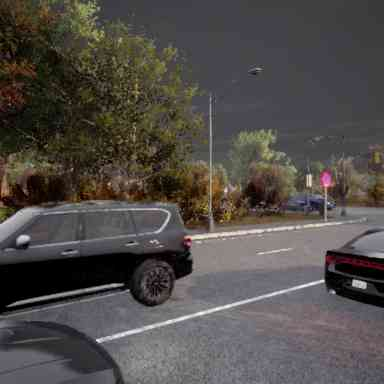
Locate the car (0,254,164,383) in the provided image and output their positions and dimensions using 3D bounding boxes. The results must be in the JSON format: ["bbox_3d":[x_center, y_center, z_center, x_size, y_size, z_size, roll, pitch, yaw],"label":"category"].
[{"bbox_3d":[-2.749,1.505,1.776,4.892,1.490,1.837,0,0,-36],"label":"car"}]

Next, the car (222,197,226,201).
[{"bbox_3d":[3.705,1.520,57.819,1.895,1.301,4.718,0,1,-32],"label":"car"}]

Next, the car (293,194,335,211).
[{"bbox_3d":[14.638,1.221,40.637,2.150,2.045,5.566,0,0,-31],"label":"car"}]

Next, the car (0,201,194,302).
[{"bbox_3d":[-2.557,1.221,6.467,5.566,2.045,2.150,0,0,-36],"label":"car"}]

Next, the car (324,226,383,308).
[{"bbox_3d":[4.965,1.478,7.315,5.008,1.535,1.882,0,0,-36],"label":"car"}]

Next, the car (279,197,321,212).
[{"bbox_3d":[12.038,1.564,38.165,1.994,1.385,4.181,0,0,-32],"label":"car"}]

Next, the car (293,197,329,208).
[{"bbox_3d":[17.571,1.503,49.332,1.837,1.490,4.892,0,0,-32],"label":"car"}]

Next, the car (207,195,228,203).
[{"bbox_3d":[5.220,1.410,68.773,1.895,1.301,4.718,0,1,-33],"label":"car"}]
